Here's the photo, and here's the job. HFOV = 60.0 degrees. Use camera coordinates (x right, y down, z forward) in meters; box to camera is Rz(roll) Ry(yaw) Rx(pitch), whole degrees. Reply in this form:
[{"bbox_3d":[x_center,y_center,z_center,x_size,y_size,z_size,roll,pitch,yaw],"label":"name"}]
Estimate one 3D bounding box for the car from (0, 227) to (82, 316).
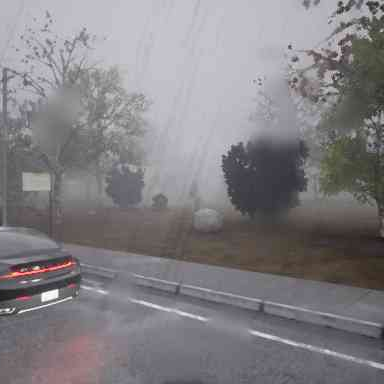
[{"bbox_3d":[-4.342,1.505,7.087,4.892,1.490,1.837,0,0,37],"label":"car"}]
